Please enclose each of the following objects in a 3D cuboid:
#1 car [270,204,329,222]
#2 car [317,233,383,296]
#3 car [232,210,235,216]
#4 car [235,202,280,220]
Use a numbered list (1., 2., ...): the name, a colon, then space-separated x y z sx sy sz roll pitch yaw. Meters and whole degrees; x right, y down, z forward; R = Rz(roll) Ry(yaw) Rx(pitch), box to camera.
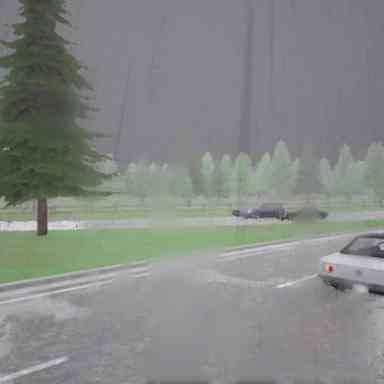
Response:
1. car: 9.848 1.992 30.027 4.718 1.301 1.895 0 -1 -19
2. car: 5.119 1.683 8.221 4.718 1.301 1.895 0 -1 -41
3. car: 6.753 2.137 36.351 4.718 1.301 1.895 0 -1 -18
4. car: 7.019 1.825 32.840 4.553 1.767 2.097 0 -1 -18
